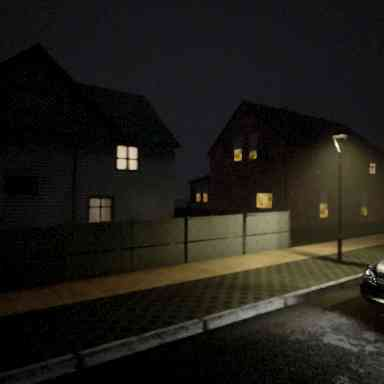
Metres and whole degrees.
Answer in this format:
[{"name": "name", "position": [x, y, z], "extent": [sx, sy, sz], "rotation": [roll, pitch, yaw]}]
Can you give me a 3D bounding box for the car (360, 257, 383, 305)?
[{"name": "car", "position": [5.412, 1.517, 6.918], "extent": [4.674, 1.442, 1.812], "rotation": [0, 0, -35]}]
